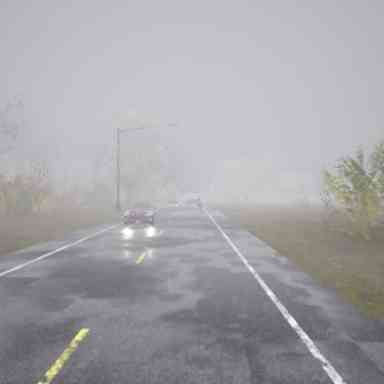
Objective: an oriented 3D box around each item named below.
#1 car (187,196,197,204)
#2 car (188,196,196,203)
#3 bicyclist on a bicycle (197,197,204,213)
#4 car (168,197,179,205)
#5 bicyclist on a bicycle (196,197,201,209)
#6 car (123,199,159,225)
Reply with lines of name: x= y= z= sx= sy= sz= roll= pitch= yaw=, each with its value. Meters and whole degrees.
car: x=0.003 y=1.693 z=68.014 sx=1.812 sy=1.442 sz=4.674 roll=0 pitch=-1 yaw=0
car: x=-0.035 y=1.707 z=77.782 sx=1.812 sy=1.442 sz=4.674 roll=0 pitch=0 yaw=0
bicyclist on a bicycle: x=0.955 y=1.543 z=38.290 sx=0.866 sy=1.612 sz=1.509 roll=0 pitch=0 yaw=0
car: x=-3.540 y=1.705 z=64.477 sx=2.033 sy=1.411 sz=5.357 roll=0 pitch=0 yaw=0
bicyclist on a bicycle: x=0.941 y=1.580 z=47.529 sx=0.582 sy=1.620 sz=1.656 roll=0 pitch=0 yaw=0
car: x=-3.607 y=1.423 z=24.344 sx=2.097 sy=1.767 sz=4.553 roll=0 pitch=0 yaw=0
